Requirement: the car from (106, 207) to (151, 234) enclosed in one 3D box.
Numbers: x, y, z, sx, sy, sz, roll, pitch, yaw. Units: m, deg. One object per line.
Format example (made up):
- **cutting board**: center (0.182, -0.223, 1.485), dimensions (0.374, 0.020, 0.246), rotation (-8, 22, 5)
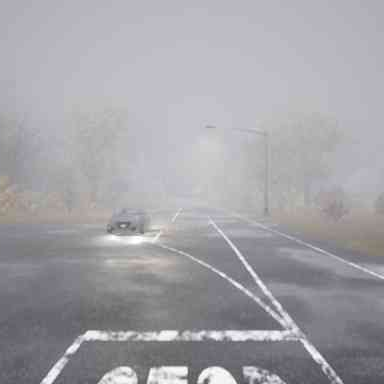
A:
- **car**: center (-3.497, 1.568, 18.992), dimensions (1.994, 1.385, 4.181), rotation (1, -1, 0)
